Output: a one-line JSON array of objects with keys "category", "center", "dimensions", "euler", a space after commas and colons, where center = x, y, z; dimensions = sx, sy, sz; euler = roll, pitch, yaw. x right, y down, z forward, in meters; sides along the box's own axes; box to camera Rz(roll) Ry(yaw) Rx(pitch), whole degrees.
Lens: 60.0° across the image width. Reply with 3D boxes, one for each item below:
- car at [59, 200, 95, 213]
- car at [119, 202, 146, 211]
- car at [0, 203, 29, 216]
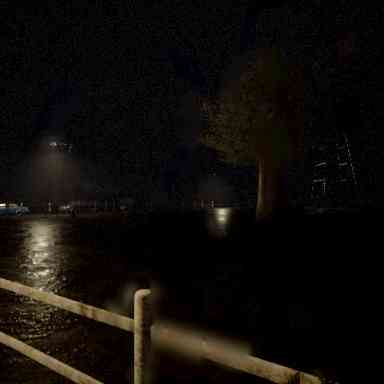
[{"category": "car", "center": [-15.192, 1.912, 44.040], "dimensions": [2.097, 1.767, 4.553], "euler": [-2, -2, 36]}, {"category": "car", "center": [-9.257, 2.259, 52.283], "dimensions": [1.812, 1.442, 4.674], "euler": [-2, -2, 36]}, {"category": "car", "center": [-20.729, 1.950, 36.332], "dimensions": [2.033, 1.411, 5.357], "euler": [-2, -2, 35]}]
